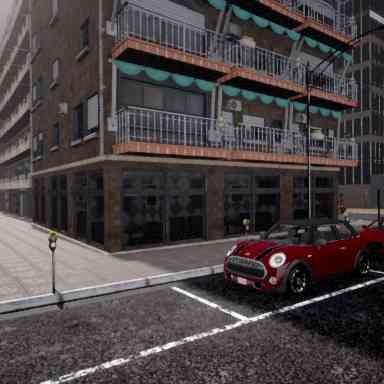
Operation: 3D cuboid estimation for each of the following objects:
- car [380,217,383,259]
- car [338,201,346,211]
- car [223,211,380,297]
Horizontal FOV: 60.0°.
[{"bbox_3d":[7.228,1.543,11.716,4.507,1.381,1.887,0,-1,-35],"label":"car"},{"bbox_3d":[16.498,1.746,40.603,1.967,1.590,4.097,-2,0,-36],"label":"car"},{"bbox_3d":[2.728,1.439,8.512,4.097,1.590,1.967,0,-1,-35],"label":"car"}]
